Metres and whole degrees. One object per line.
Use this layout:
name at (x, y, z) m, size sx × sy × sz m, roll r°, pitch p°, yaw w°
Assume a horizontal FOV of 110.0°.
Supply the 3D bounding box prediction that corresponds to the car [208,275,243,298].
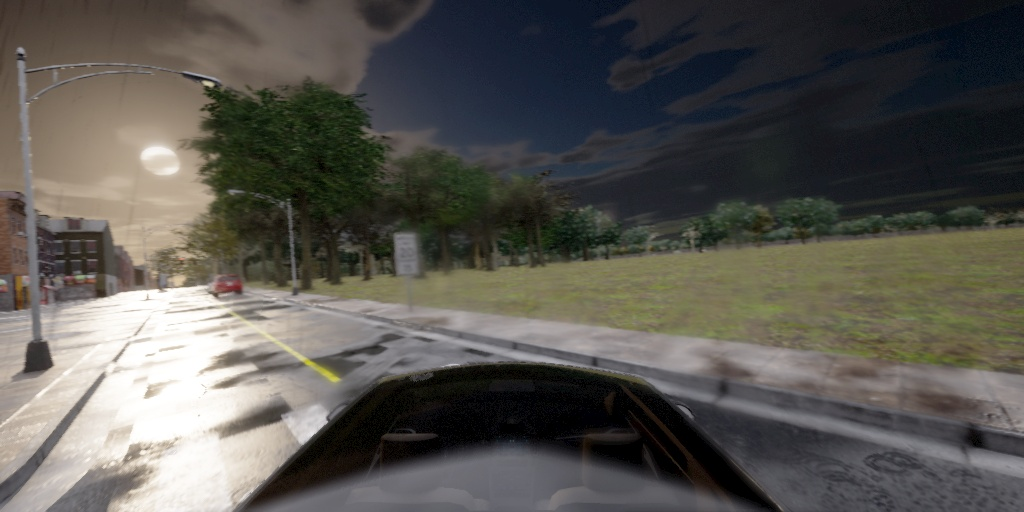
car at (-28.552, 2.975, 35.951) m, size 2.150 × 2.045 × 5.566 m, roll -4°, pitch 0°, yaw -43°
